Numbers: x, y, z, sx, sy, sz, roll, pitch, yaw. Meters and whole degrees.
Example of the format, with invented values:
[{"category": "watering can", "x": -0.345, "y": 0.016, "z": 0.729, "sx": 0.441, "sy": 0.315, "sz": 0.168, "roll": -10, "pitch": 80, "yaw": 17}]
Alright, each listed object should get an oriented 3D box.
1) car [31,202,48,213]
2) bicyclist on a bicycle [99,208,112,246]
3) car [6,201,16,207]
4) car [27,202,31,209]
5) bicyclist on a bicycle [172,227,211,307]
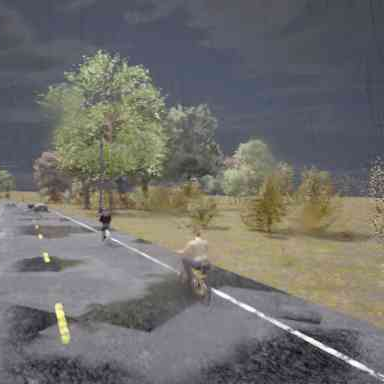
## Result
[{"category": "car", "x": -23.398, "y": 2.384, "z": 51.421, "sx": 1.812, "sy": 1.442, "sz": 4.674, "roll": 1, "pitch": -1, "yaw": -28}, {"category": "bicyclist on a bicycle", "x": -4.240, "y": 1.660, "z": 16.126, "sx": 0.659, "sy": 1.776, "sz": 1.843, "roll": 1, "pitch": -1, "yaw": -26}, {"category": "car", "x": -42.968, "y": 2.782, "z": 78.881, "sx": 2.128, "sy": 1.511, "sz": 4.902, "roll": 1, "pitch": -1, "yaw": -30}, {"category": "car", "x": -32.011, "y": 2.687, "z": 66.839, "sx": 1.895, "sy": 1.301, "sz": 4.718, "roll": 1, "pitch": -1, "yaw": -29}, {"category": "bicyclist on a bicycle", "x": 0.045, "y": 1.578, "z": 7.333, "sx": 0.866, "sy": 1.612, "sz": 1.509, "roll": 1, "pitch": -1, "yaw": -26}]
